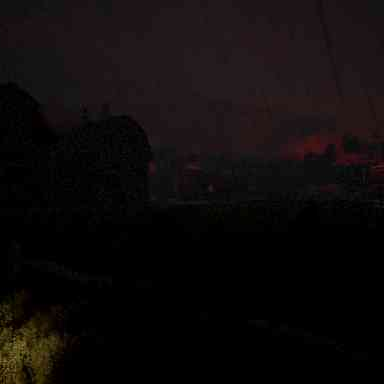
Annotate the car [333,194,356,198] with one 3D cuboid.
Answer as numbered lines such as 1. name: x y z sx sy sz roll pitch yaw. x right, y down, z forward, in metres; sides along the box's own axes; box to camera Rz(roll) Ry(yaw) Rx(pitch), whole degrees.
1. car: 38.588 1.351 85.196 4.605 1.855 1.932 0 0 35
